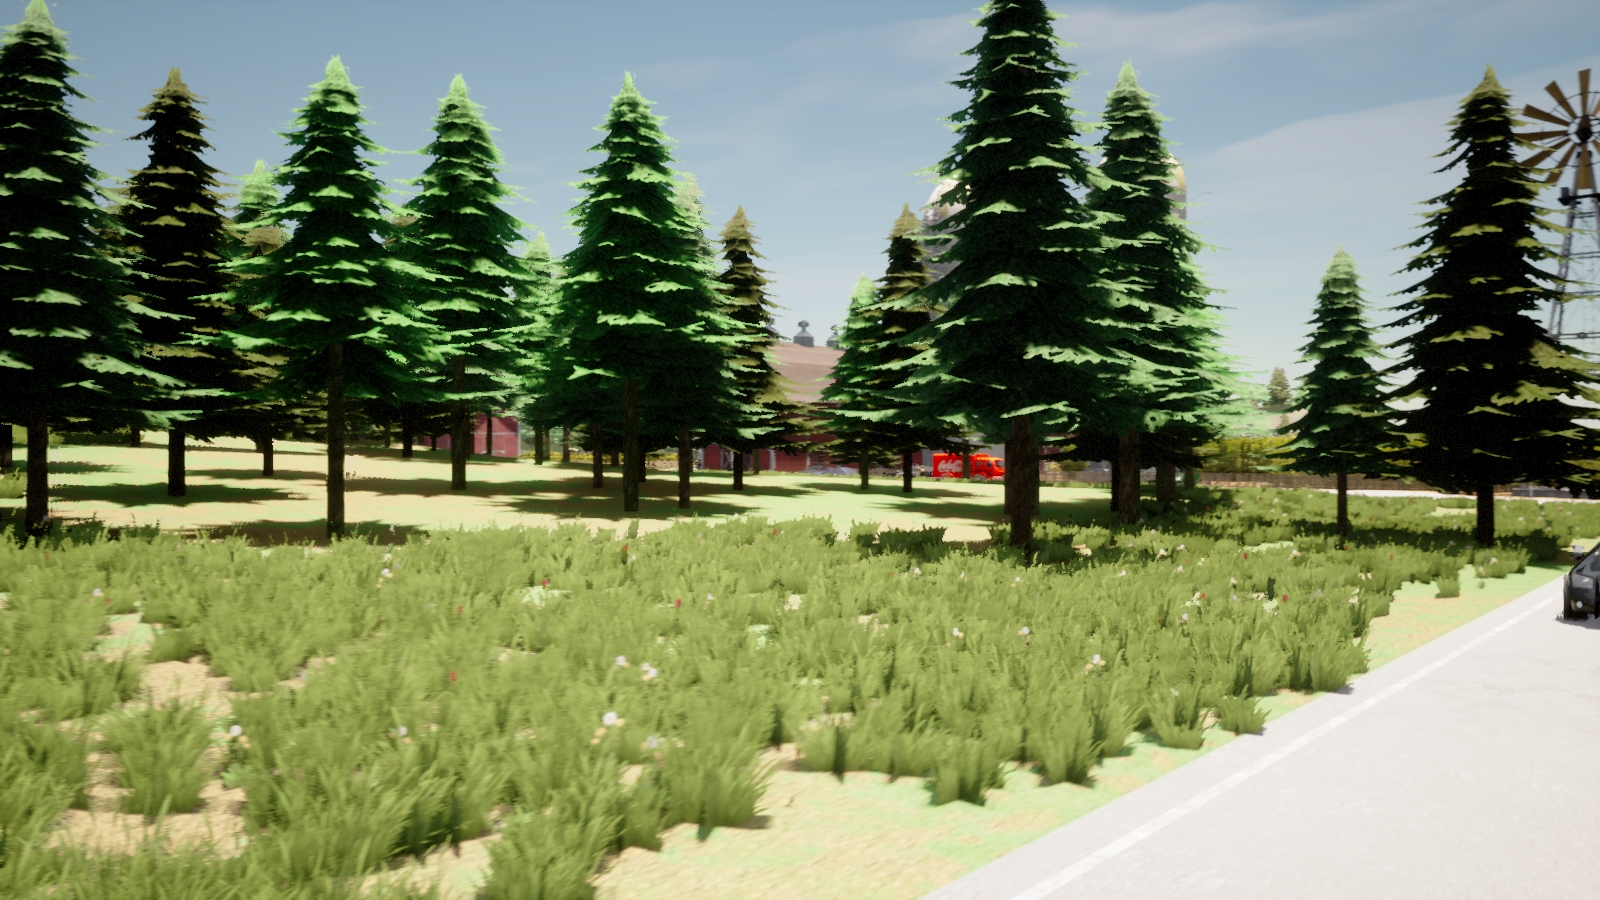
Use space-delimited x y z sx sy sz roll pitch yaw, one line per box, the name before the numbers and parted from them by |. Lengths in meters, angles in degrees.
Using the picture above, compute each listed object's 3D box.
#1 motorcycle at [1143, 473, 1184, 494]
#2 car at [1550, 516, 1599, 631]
motorcycle | 22.392 2.059 70.413 2.356 1.277 0.764 0 0 42
car | 14.354 2.042 19.365 2.038 1.542 4.974 0 0 42
